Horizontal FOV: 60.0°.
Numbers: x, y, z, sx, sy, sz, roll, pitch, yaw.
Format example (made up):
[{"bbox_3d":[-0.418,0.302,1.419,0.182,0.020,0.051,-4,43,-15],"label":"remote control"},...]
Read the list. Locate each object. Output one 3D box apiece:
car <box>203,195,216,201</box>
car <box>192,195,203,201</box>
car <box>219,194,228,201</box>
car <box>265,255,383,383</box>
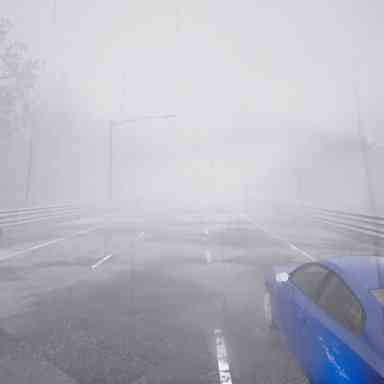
[{"bbox_3d":[4.532,1.676,85.760,1.895,1.301,4.718,0,0,7],"label":"car"},{"bbox_3d":[1.001,1.621,85.724,2.033,1.411,5.357,0,0,7],"label":"car"},{"bbox_3d":[8.097,1.437,86.087,2.097,1.767,4.553,0,0,7],"label":"car"},{"bbox_3d":[2.149,1.479,3.853,1.882,1.535,5.008,0,0,1],"label":"car"}]
